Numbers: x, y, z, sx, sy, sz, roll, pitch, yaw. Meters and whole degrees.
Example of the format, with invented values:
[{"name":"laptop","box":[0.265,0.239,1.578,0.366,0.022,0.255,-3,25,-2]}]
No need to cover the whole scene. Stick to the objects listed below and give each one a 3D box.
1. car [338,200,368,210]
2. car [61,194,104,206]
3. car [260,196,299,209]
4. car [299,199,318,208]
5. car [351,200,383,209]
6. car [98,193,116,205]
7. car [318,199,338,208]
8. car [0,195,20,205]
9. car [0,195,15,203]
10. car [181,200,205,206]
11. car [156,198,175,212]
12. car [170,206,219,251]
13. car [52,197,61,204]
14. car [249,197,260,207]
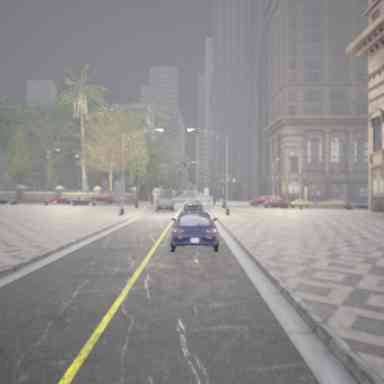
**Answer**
[{"name":"car","box":[22.954,1.853,45.481,4.313,1.339,1.947,1,-1,0]},{"name":"car","box":[-14.962,1.308,45.606,4.403,1.369,2.008,1,-1,0]},{"name":"car","box":[11.876,1.579,45.520,4.097,1.590,1.967,1,-1,0]},{"name":"car","box":[17.263,1.776,54.026,4.829,1.417,1.752,1,-1,0]},{"name":"car","box":[28.513,1.965,53.988,4.313,1.339,1.947,1,-1,0]},{"name":"car","box":[-14.942,1.111,54.136,5.009,1.841,2.192,1,-1,0]},{"name":"car","box":[22.803,1.850,54.008,4.829,1.417,1.752,1,-1,0]},{"name":"car","box":[-26.010,1.159,45.642,4.313,1.339,1.947,1,-1,0]},{"name":"car","box":[-31.517,1.114,54.186,4.313,1.339,1.947,1,-1,0]},{"name":"car","box":[0.108,1.473,31.068,1.837,1.490,4.892,0,0,0]},{"name":"car","box":[-2.990,1.446,38.272,1.882,1.535,5.008,0,0,0]},{"name":"car","box":[0.103,1.509,13.854,1.812,1.442,4.674,0,0,0]},{"name":"car","box":[-20.469,1.259,54.150,4.507,1.381,1.887,1,-1,0]},{"name":"car","box":[11.896,1.494,54.047,5.009,1.841,2.192,1,-1,0]}]
